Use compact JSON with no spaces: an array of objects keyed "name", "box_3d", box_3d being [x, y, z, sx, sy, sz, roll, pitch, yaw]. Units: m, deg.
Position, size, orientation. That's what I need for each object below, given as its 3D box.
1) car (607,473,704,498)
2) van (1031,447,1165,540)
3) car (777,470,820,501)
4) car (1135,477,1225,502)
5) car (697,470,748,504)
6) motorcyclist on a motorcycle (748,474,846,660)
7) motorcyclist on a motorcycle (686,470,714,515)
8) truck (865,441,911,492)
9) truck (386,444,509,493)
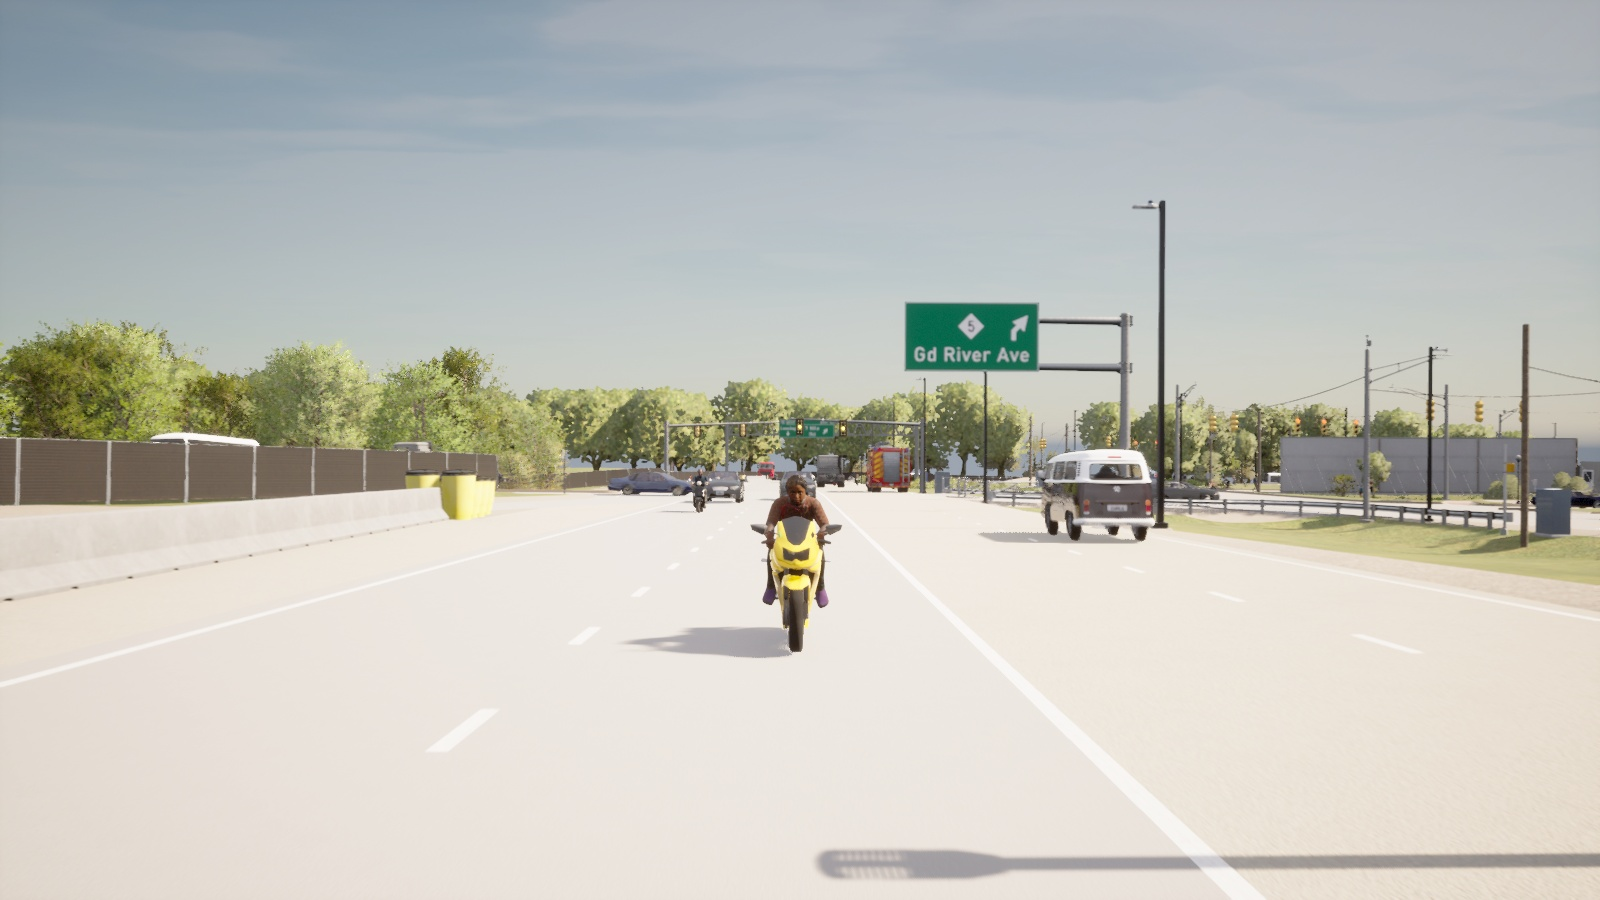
[{"name":"car","box_3d":[-8.501,2.062,74.017,5.357,1.411,2.033,0,0,8]},{"name":"van","box_3d":[6.930,0.985,29.703,2.069,2.038,4.480,0,-1,0]},{"name":"car","box_3d":[-0.119,1.803,64.988,2.128,1.511,4.902,0,-1,-1]},{"name":"car","box_3d":[23.610,2.464,78.174,4.902,1.511,2.128,0,-1,-2]},{"name":"car","box_3d":[-3.622,1.729,59.515,2.128,1.511,4.902,0,-1,0]},{"name":"motorcyclist on a motorcycle","box_3d":[-0.026,0.982,11.373,0.797,1.523,2.044,0,-1,0]},{"name":"motorcyclist on a motorcycle","box_3d":[-3.605,1.505,45.455,0.866,1.590,1.817,0,-1,0]},{"name":"truck","box_3d":[6.772,1.304,97.545,2.891,3.827,8.468,0,-1,0]},{"name":"truck","box_3d":[-24.954,1.300,89.180,7.936,3.462,2.891,0,0,0]}]
